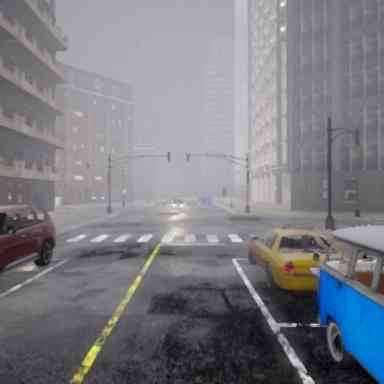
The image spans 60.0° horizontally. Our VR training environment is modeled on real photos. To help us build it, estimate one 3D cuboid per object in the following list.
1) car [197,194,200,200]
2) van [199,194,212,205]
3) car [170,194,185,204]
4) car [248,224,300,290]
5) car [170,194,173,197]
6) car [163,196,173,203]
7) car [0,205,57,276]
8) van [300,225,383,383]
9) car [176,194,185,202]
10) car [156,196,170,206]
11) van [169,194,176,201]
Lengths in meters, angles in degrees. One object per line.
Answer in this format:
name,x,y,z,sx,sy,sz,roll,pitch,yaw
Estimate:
car,2.575,1.648,79.923,1.887,1.381,4.507,0,0,0
van,2.574,1.388,57.714,1.690,1.788,3.998,0,0,0
car,-2.750,1.666,66.068,1.895,1.301,4.718,0,0,0
car,2.570,1.524,8.889,1.752,1.417,4.829,0,0,0
car,-5.306,1.513,68.820,1.967,1.590,4.097,0,0,0
car,-5.306,1.653,74.372,1.947,1.339,4.313,0,0,0
car,-5.308,1.314,8.713,2.192,1.841,5.009,0,0,0
van,2.572,1.340,3.182,1.690,1.788,3.998,0,0,0
car,-2.743,1.463,81.409,2.097,1.767,4.553,0,0,0
car,-5.307,1.572,57.544,1.752,1.417,4.829,0,0,0
van,-5.304,1.478,91.028,1.690,1.788,3.998,0,0,0
